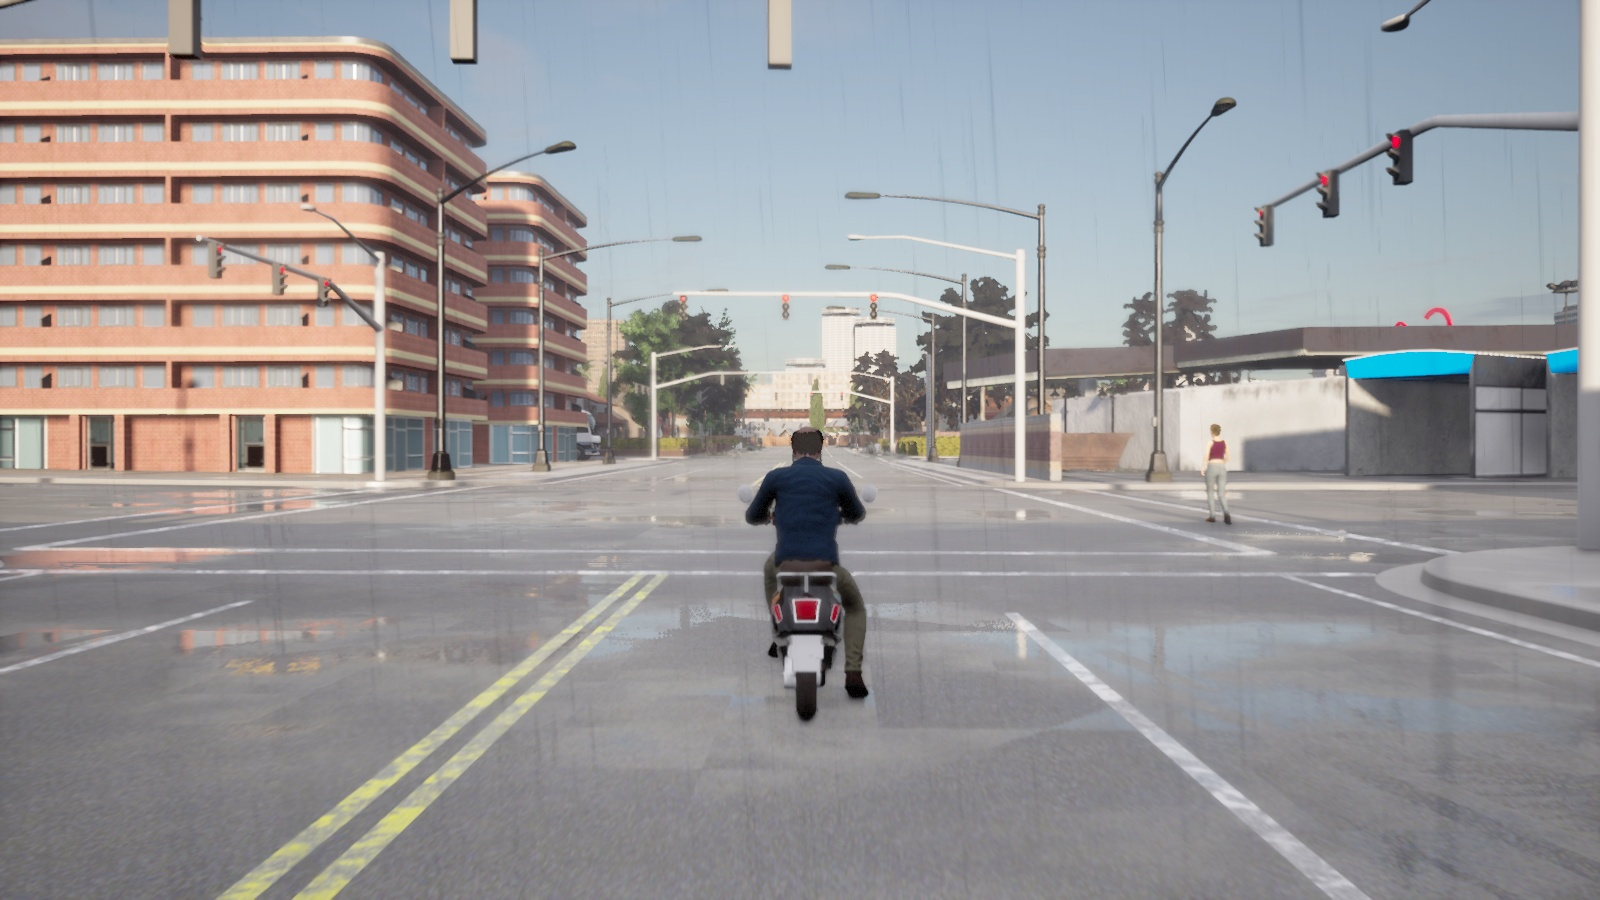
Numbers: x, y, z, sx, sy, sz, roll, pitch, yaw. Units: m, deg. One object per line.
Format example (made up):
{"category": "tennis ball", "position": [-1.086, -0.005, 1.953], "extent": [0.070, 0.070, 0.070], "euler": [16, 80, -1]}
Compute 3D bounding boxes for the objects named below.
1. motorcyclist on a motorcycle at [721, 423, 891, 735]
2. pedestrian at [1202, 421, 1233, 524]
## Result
{"category": "motorcyclist on a motorcycle", "position": [0.041, 0.654, 7.330], "extent": [0.866, 1.590, 1.817], "euler": [0, 0, 1]}
{"category": "pedestrian", "position": [7.564, 0.405, 22.771], "extent": [0.345, 1.836, 0.594], "euler": [0, 0, -2]}
